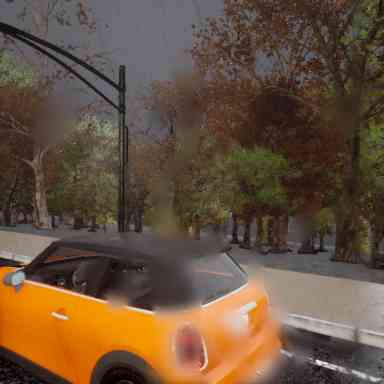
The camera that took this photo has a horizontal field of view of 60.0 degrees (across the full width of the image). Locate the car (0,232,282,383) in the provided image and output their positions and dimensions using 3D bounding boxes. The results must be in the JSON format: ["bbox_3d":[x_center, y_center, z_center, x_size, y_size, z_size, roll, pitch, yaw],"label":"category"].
[{"bbox_3d":[-1.231,1.351,4.574,4.553,1.767,2.097,0,0,36],"label":"car"}]
